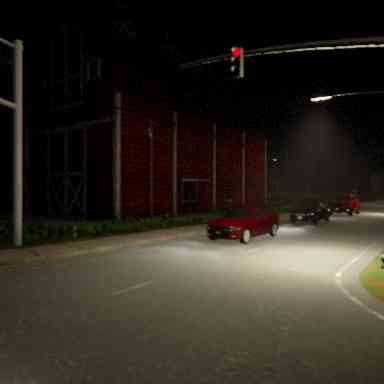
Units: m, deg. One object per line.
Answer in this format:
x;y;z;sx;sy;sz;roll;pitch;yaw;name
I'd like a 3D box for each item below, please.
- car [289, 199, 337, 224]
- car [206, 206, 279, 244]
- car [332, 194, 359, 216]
8.812;1.499;24.690;2.128;1.511;4.902;0;0;37;car
2.592;1.484;16.298;1.882;1.535;5.008;0;0;37;car
15.183;1.231;33.279;2.150;2.045;5.566;0;0;37;car
